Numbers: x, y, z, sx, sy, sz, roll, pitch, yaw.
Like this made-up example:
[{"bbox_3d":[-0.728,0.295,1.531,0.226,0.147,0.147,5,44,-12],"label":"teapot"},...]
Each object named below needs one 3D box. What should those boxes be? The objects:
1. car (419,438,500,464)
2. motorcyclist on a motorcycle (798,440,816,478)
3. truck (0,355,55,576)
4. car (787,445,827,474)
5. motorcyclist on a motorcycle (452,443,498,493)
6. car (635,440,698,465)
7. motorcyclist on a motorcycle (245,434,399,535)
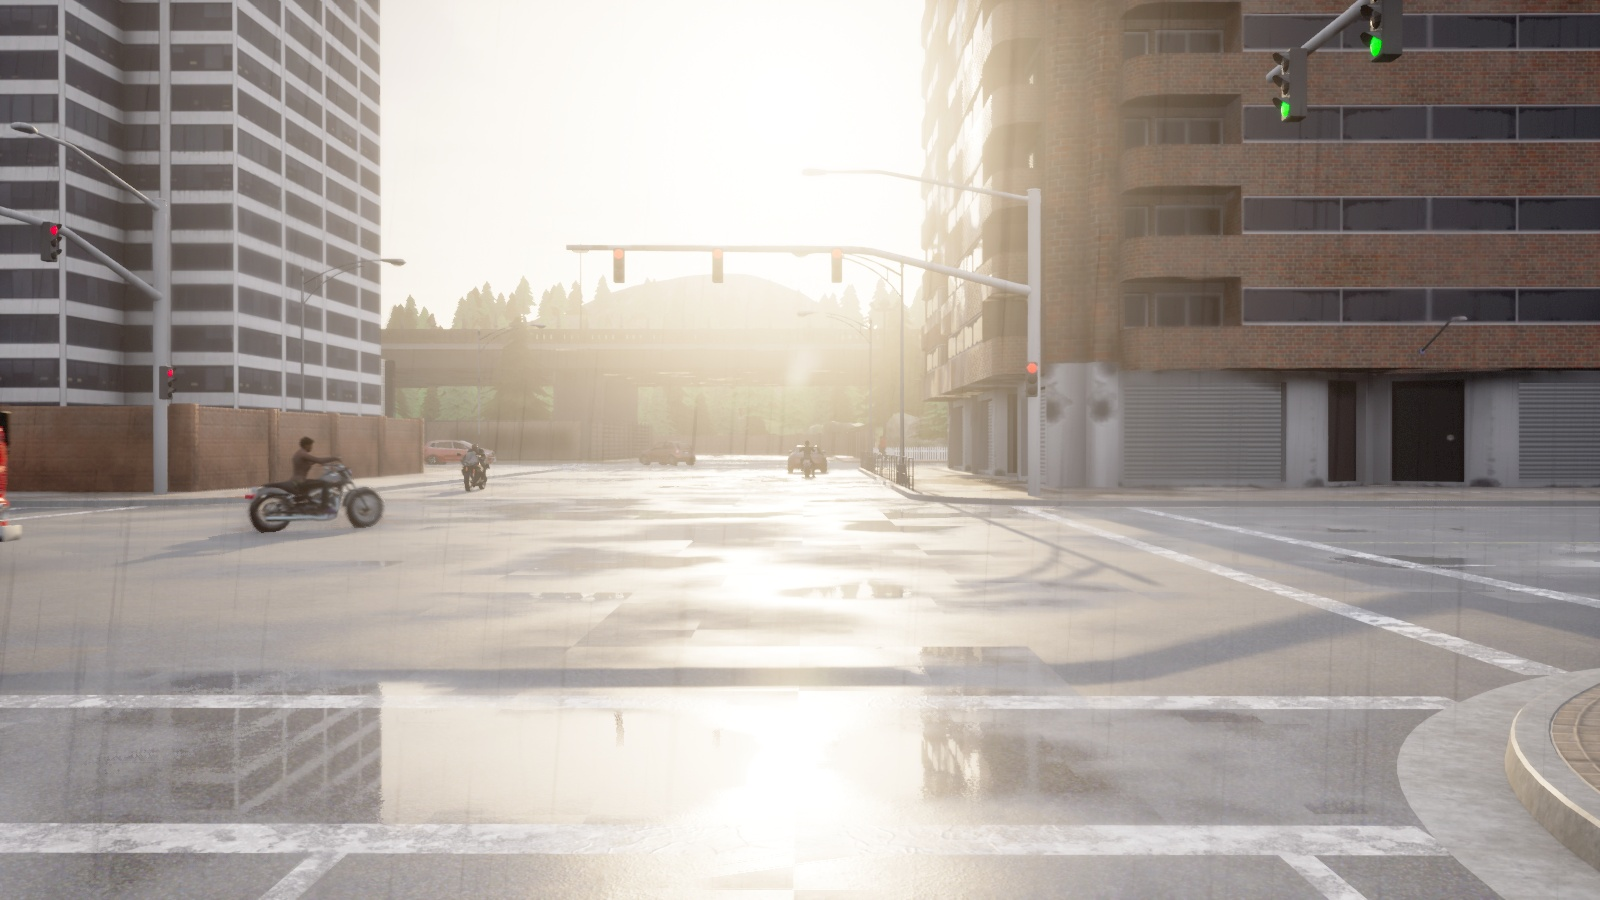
[{"bbox_3d":[-21.866,0.062,80.710,4.611,1.667,2.242,0,0,0],"label":"car"},{"bbox_3d":[0.320,0.386,55.093,0.766,1.649,2.350,0,0,1],"label":"motorcyclist on a motorcycle"},{"bbox_3d":[-11.509,0.173,13.690,5.204,2.467,2.627,0,0,1],"label":"truck"},{"bbox_3d":[0.367,0.450,63.841,1.994,1.385,4.181,0,0,0],"label":"car"},{"bbox_3d":[-10.265,0.549,39.709,0.866,1.530,2.191,0,0,0],"label":"motorcyclist on a motorcycle"},{"bbox_3d":[-8.687,0.160,81.537,3.988,1.617,1.851,0,0,43],"label":"car"},{"bbox_3d":[-8.172,0.569,21.549,2.350,1.649,0.766,0,-1,-43],"label":"motorcyclist on a motorcycle"}]
